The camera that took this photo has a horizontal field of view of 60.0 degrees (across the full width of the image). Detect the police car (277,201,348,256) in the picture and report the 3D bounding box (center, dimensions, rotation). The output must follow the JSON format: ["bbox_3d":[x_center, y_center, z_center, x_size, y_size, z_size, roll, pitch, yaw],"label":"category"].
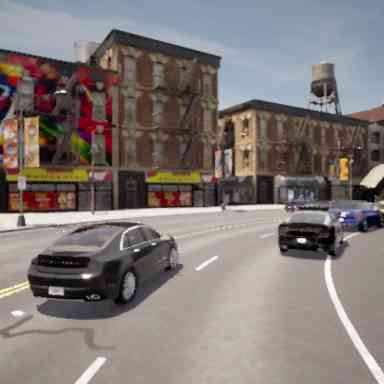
[{"bbox_3d":[4.829,1.375,13.176,1.930,1.638,5.238,0,0,29],"label":"police car"}]

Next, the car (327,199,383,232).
[{"bbox_3d":[9.678,1.267,19.662,2.097,1.767,4.553,0,0,45],"label":"car"}]

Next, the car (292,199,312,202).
[{"bbox_3d":[10.112,1.446,25.865,5.357,1.411,2.033,0,0,-38],"label":"car"}]

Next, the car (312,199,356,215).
[{"bbox_3d":[14.055,1.431,32.883,4.181,1.385,1.994,0,0,-33],"label":"car"}]

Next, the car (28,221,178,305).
[{"bbox_3d":[-1.780,1.489,8.215,1.837,1.490,4.892,-1,0,15],"label":"car"}]

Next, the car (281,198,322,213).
[{"bbox_3d":[11.759,1.432,35.565,4.181,1.385,1.994,0,0,-33],"label":"car"}]
